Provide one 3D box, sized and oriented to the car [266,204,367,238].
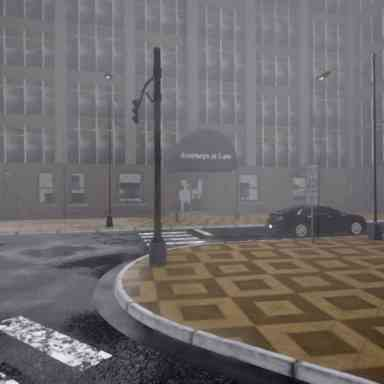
[{"bbox_3d":[5.987,1.321,15.970,4.892,1.490,1.837,0,0,-14],"label":"car"}]
